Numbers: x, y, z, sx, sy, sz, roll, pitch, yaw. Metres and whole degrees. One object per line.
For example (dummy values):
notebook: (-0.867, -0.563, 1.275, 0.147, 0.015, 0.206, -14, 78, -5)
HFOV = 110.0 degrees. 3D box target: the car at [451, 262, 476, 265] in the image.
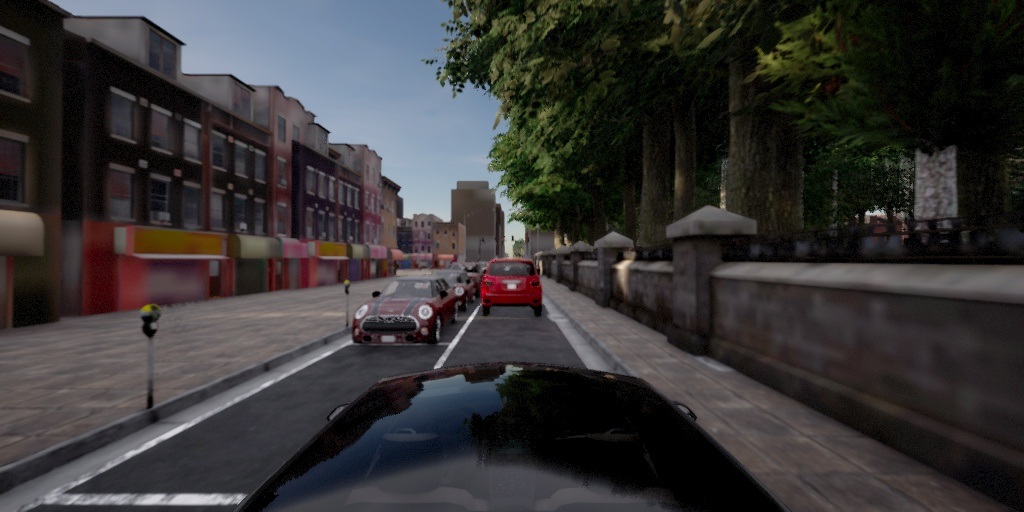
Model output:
car: (-2.647, 1.252, 20.210, 2.192, 1.841, 5.009, 0, 0, 0)

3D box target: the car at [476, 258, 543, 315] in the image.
car: (0.007, 1.103, 14.417, 2.150, 2.045, 5.566, 0, 0, 0)

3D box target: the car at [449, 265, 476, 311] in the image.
car: (-2.648, 1.324, 14.940, 1.967, 1.591, 4.097, 0, 0, 0)

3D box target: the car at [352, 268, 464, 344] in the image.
car: (-2.649, 1.270, 9.669, 1.967, 1.591, 4.097, 0, 0, 0)
